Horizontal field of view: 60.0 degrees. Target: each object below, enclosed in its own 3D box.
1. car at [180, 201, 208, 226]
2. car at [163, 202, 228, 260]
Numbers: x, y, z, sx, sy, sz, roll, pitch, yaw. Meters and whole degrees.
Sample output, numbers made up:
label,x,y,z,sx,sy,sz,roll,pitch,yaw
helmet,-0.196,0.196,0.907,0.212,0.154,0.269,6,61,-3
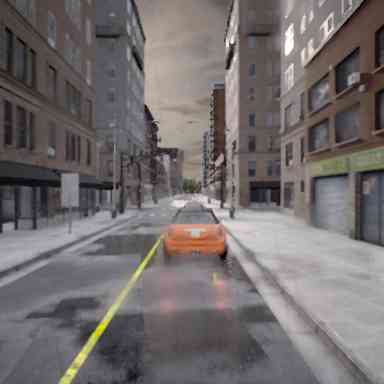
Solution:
label,x,y,z,sx,sy,sz,roll,pitch,yaw
car,0.108,1.487,24.392,1.837,1.490,4.892,0,0,0
car,0.103,1.343,12.607,2.097,1.767,4.553,0,0,0
